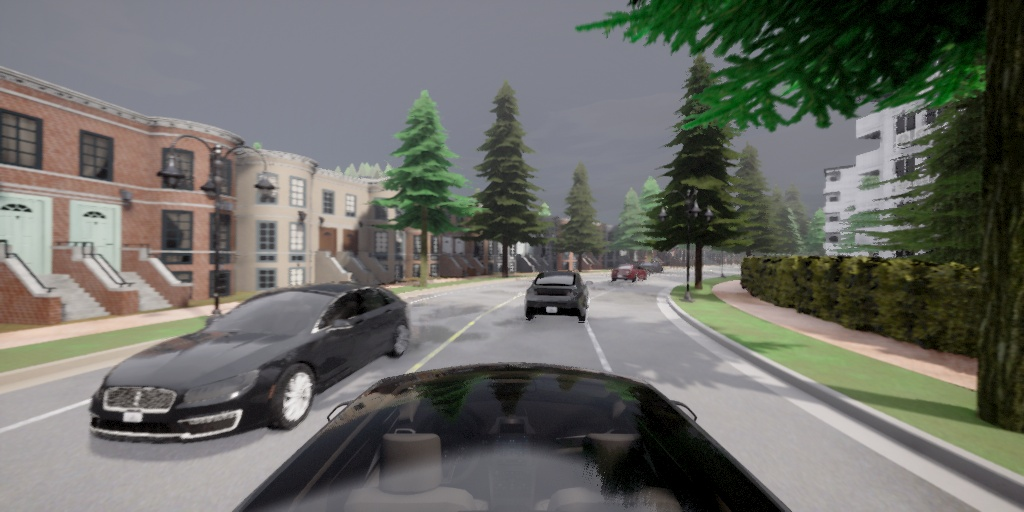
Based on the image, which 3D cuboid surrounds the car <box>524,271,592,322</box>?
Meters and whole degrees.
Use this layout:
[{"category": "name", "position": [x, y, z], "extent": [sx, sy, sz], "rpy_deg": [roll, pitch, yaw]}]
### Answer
[{"category": "car", "position": [1.681, 1.265, 12.445], "extent": [1.837, 1.490, 4.892], "rpy_deg": [0, 0, 14]}]

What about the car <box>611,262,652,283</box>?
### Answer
[{"category": "car", "position": [9.422, 1.347, 28.694], "extent": [1.812, 1.442, 4.674], "rpy_deg": [0, 0, 36]}]

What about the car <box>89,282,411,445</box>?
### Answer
[{"category": "car", "position": [-3.207, 1.226, 5.699], "extent": [1.837, 1.490, 4.892], "rpy_deg": [0, 0, 6]}]

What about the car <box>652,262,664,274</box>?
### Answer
[{"category": "car", "position": [16.137, 1.422, 42.203], "extent": [2.033, 1.411, 5.357], "rpy_deg": [1, 0, 42]}]
